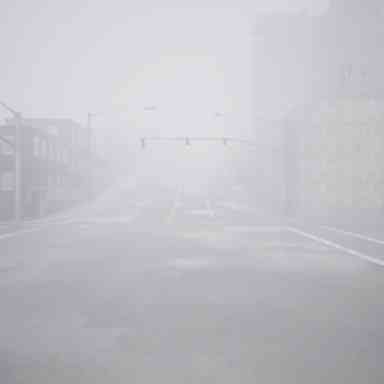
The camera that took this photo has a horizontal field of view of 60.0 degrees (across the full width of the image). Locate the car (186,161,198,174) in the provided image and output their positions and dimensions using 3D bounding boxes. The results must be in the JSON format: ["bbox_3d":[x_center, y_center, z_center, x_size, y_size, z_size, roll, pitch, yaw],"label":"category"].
[{"bbox_3d":[-0.009,-4.533,62.012,2.097,1.767,4.553,0,12,0],"label":"car"}]

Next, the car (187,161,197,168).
[{"bbox_3d":[-0.010,-6.038,72.038,1.994,1.385,4.181,0,5,0],"label":"car"}]
